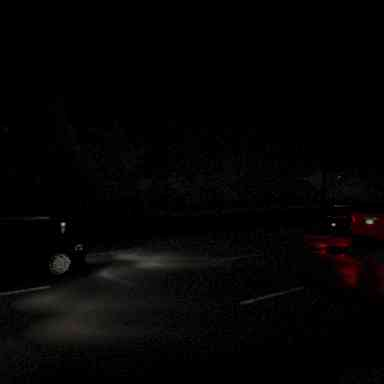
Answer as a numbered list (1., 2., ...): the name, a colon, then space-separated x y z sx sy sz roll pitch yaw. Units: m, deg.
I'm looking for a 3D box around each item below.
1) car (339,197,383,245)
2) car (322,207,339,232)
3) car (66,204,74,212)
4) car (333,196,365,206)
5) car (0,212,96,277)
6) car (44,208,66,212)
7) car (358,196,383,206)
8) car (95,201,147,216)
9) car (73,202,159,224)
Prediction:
1. car: 9.105 1.268 14.559 5.566 2.045 2.150 0 0 -36
2. car: 9.525 1.547 19.143 4.902 1.511 2.128 0 0 -36
3. car: -6.803 1.589 24.935 4.181 1.385 1.994 0 0 -35
4. car: 24.217 1.409 51.250 5.357 1.411 2.033 0 0 -36
5. car: -5.322 1.479 8.549 5.008 1.535 1.882 0 0 -36
6. car: -9.620 1.623 27.227 4.718 1.301 1.895 0 0 -36
7. car: 26.255 1.291 48.404 4.674 1.442 1.812 0 0 -36
8. car: -7.062 1.640 33.351 4.718 1.301 1.895 0 0 -35
9. car: -4.708 1.573 22.131 5.357 1.411 2.033 0 0 -35
